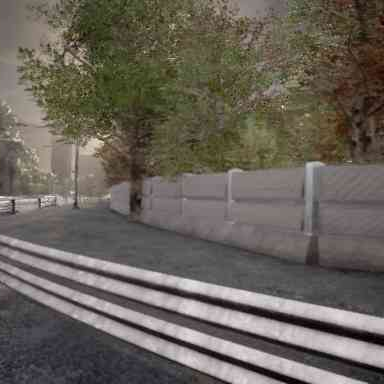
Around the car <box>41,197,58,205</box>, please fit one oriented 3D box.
[{"bbox_3d":[-23.384,1.447,54.745,1.994,1.385,4.181,1,-1,-12],"label":"car"}]

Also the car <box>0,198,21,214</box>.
[{"bbox_3d":[-18.824,1.343,33.678,1.837,1.490,4.892,1,-1,-13],"label":"car"}]
